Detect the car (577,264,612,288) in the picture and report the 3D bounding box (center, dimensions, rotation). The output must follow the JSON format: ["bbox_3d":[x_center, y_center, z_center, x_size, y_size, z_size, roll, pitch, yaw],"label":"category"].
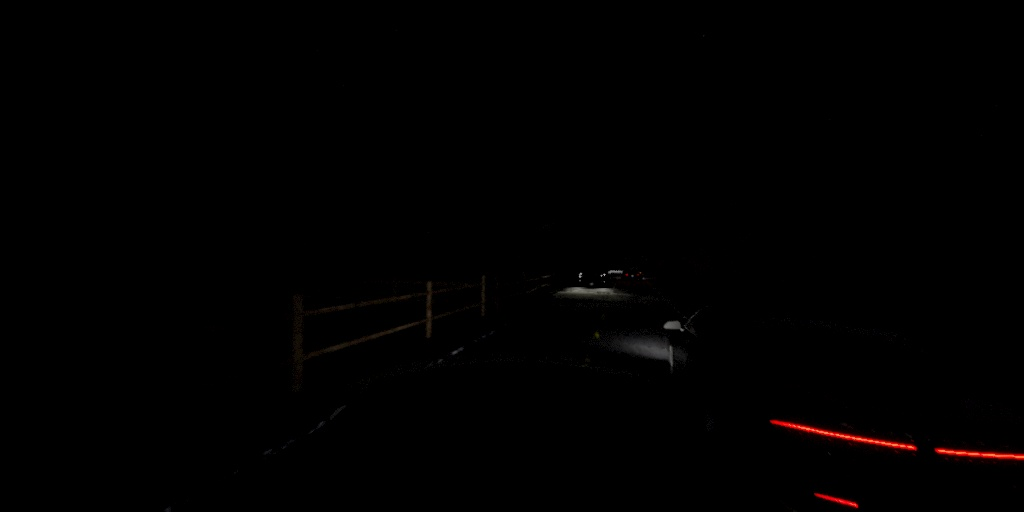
[{"bbox_3d":[6.227,1.409,27.250,2.097,1.767,4.553,0,-1,17],"label":"car"}]

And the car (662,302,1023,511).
[{"bbox_3d":[3.064,1.302,4.283,1.837,1.490,4.892,0,-1,17],"label":"car"}]

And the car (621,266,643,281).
[{"bbox_3d":[12.046,1.704,36.028,1.812,1.442,4.674,0,-1,17],"label":"car"}]
